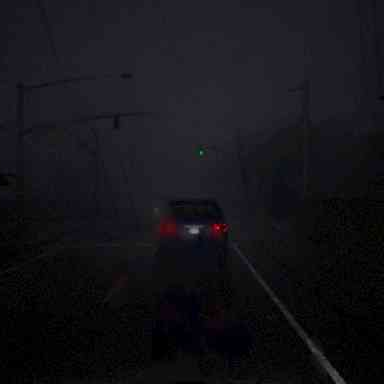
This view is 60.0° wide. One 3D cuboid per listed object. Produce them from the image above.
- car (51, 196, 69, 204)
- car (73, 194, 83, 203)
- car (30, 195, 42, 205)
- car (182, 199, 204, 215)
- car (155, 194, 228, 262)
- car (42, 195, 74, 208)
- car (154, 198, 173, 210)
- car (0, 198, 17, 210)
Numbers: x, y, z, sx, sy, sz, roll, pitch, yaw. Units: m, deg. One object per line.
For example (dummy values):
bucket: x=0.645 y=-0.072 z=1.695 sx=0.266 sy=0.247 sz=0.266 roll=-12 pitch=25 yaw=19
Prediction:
car: x=-25.970 y=1.550 z=65.610 sx=1.970 sy=1.475 sz=3.806 roll=0 pitch=0 yaw=0
car: x=-22.644 y=1.266 z=65.009 sx=1.905 sy=1.878 sz=3.866 roll=0 pitch=0 yaw=0
car: x=-25.907 y=1.287 z=57.131 sx=1.932 sy=1.855 sz=4.605 roll=0 pitch=0 yaw=0
car: x=0.088 y=1.489 z=34.203 sx=2.128 sy=1.511 sz=4.902 roll=0 pitch=0 yaw=0
car: x=0.028 y=1.221 z=12.243 sx=2.150 sy=2.045 sz=5.566 roll=0 pitch=0 yaw=-1
car: x=-18.936 y=1.488 z=47.141 sx=2.007 sy=1.523 sz=4.514 roll=0 pitch=0 yaw=0
car: x=-3.600 y=1.562 z=42.765 sx=1.994 sy=1.385 sz=4.181 roll=0 pitch=0 yaw=0
car: x=-22.577 y=1.423 z=40.081 sx=1.970 sy=1.475 sz=3.806 roll=0 pitch=0 yaw=0
